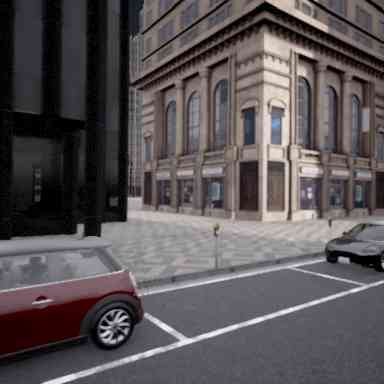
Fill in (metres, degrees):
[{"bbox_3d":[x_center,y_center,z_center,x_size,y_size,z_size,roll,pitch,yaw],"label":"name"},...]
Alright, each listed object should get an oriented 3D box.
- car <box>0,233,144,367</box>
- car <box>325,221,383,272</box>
[{"bbox_3d":[-2.827,1.443,4.628,4.097,1.590,1.967,1,0,-36],"label":"car"},{"bbox_3d":[6.290,1.671,11.136,4.313,1.339,1.947,1,0,-36],"label":"car"}]
